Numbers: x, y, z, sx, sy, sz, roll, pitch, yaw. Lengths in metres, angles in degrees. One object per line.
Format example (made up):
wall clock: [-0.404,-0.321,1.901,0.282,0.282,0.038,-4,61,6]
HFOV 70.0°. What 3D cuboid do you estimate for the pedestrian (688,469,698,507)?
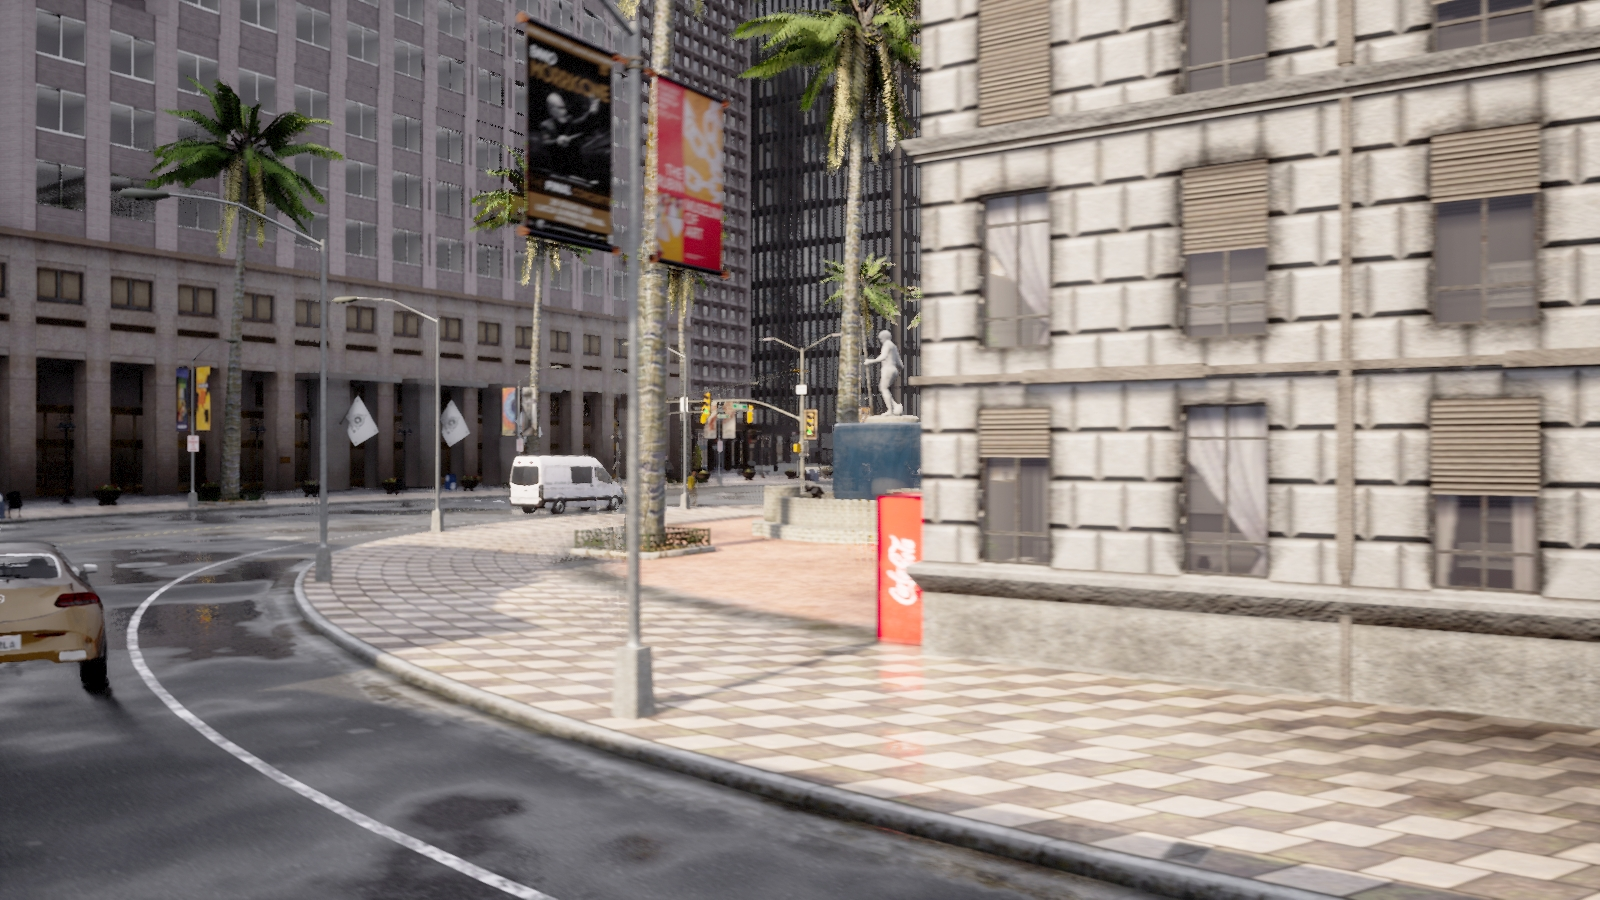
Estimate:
pedestrian: [-5.288,1.856,56.455,0.375,1.860,0.375,0,0,32]

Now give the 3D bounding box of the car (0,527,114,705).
car: [-10.245,1.993,14.680,2.152,1.651,5.027,0,0,-34]

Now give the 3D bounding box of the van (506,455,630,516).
van: [-10.364,1.540,51.572,1.988,2.561,5.915,0,0,31]
